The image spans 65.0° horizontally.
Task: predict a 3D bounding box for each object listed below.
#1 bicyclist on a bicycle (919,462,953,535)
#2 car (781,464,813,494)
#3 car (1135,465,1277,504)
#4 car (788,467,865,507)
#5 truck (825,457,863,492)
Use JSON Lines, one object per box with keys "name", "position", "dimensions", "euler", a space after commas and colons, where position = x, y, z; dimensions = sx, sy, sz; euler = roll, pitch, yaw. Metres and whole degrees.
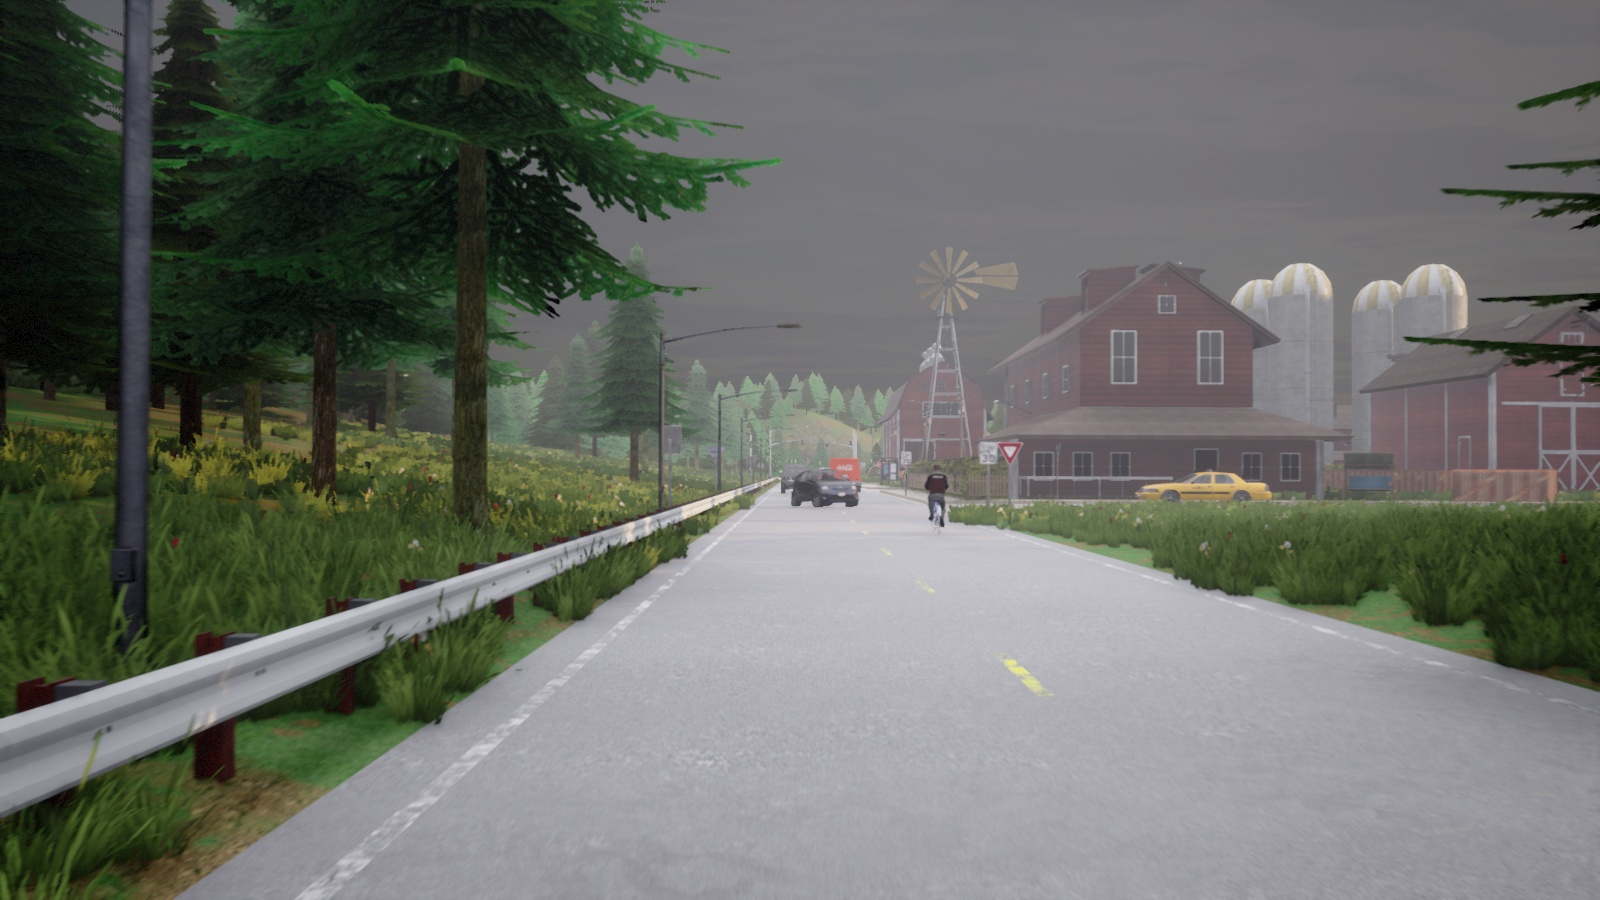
{"name": "bicyclist on a bicycle", "position": [3.423, 1.202, 31.674], "dimensions": [0.659, 1.776, 1.843], "euler": [0, -1, 0]}
{"name": "car", "position": [-0.228, 1.994, 87.173], "dimensions": [2.150, 2.045, 5.566], "euler": [0, -1, -1]}
{"name": "car", "position": [16.942, 1.426, 52.578], "dimensions": [5.366, 1.575, 1.801], "euler": [0, -1, 0]}
{"name": "car", "position": [1.078, 1.562, 53.269], "dimensions": [1.851, 1.617, 3.988], "euler": [-1, -1, -21]}
{"name": "truck", "position": [3.270, 1.875, 94.263], "dimensions": [2.627, 2.467, 5.204], "euler": [0, -2, 0]}
